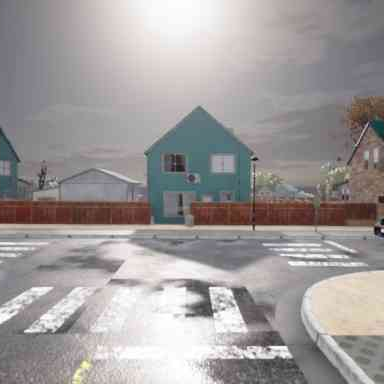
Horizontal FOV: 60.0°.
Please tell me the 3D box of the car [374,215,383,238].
[{"bbox_3d":[10.861,1.286,14.148,5.566,2.045,2.150,0,1,-1],"label":"car"}]
